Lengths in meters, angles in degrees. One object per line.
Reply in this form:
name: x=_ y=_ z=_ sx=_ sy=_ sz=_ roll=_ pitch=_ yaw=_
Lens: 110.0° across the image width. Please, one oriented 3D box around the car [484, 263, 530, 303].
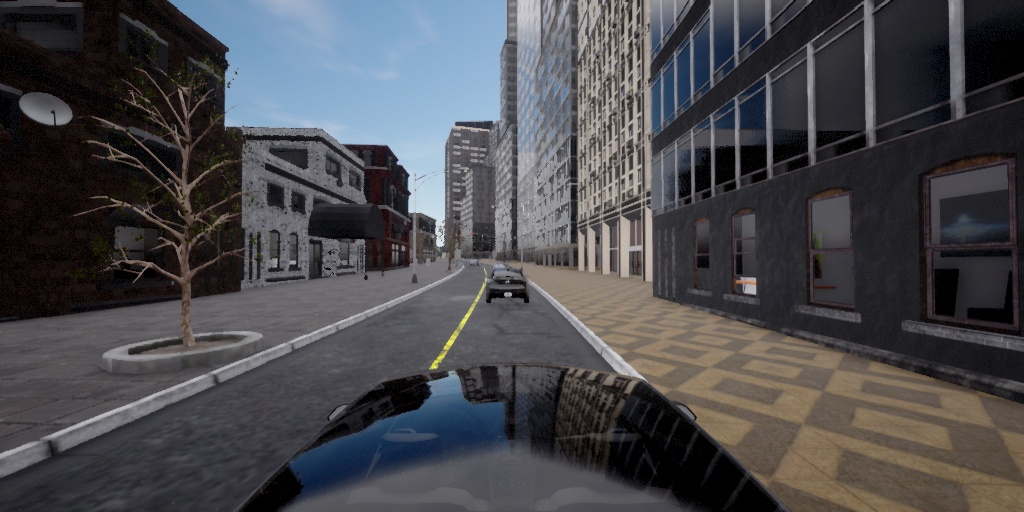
car: x=-0.226 y=1.267 z=16.545 sx=1.837 sy=1.490 sz=4.892 roll=0 pitch=0 yaw=-2
